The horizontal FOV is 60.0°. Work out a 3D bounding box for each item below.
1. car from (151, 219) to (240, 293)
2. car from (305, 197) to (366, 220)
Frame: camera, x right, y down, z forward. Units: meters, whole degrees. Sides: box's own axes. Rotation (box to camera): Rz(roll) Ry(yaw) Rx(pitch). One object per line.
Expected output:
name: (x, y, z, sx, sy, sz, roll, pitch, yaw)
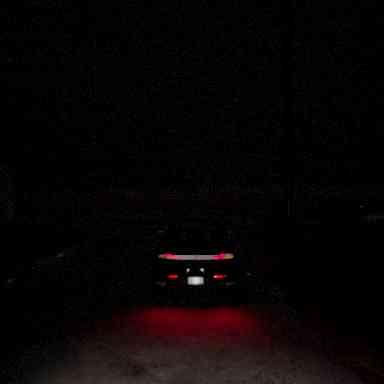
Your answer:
car: (0.079, 1.438, 8.665, 2.128, 1.511, 4.902, 0, 0, 0)
car: (11.662, 1.218, 27.090, 4.553, 1.767, 2.097, -1, 3, -8)
